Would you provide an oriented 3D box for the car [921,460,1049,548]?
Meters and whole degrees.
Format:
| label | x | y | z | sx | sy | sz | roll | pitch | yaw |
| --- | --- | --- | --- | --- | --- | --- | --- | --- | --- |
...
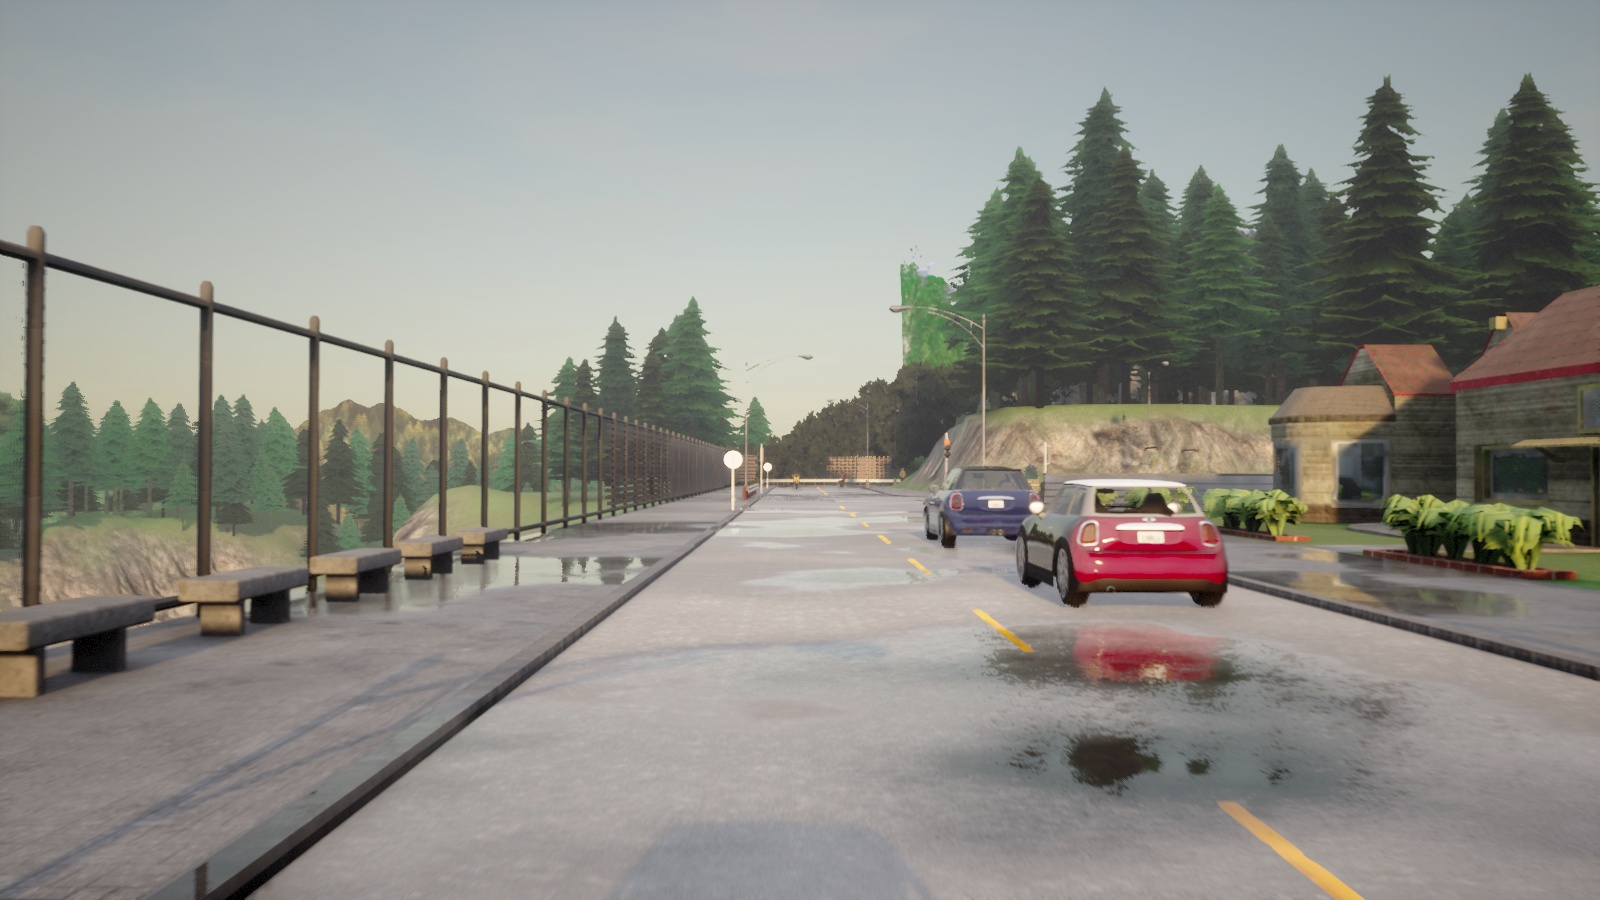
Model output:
| label | x | y | z | sx | sy | sz | roll | pitch | yaw |
| --- | --- | --- | --- | --- | --- | --- | --- | --- | --- |
| car | 3.925 | 1.117 | 27.415 | 2.097 | 1.767 | 4.553 | 0 | -1 | 0 |

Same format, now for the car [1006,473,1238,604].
| label | x | y | z | sx | sy | sz | roll | pitch | yaw |
| --- | --- | --- | --- | --- | --- | --- | --- | --- | --- |
| car | 3.955 | 1.034 | 16.104 | 1.970 | 1.475 | 3.806 | 0 | -1 | 0 |
